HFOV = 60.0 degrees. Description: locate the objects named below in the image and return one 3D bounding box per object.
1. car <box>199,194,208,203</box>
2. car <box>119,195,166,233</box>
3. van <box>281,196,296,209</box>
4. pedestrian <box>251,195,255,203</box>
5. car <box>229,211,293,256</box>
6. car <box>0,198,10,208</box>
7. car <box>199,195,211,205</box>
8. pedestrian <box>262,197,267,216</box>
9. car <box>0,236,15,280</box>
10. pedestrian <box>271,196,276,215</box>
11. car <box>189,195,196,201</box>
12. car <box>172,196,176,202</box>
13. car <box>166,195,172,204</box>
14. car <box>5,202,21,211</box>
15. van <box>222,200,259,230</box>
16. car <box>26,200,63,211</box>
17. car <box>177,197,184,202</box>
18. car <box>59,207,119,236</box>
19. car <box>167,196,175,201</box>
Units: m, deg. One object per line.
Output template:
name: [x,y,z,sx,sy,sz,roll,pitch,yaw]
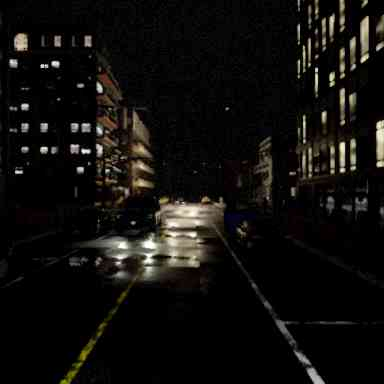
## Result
car: [2.722,1.533,79.993,2.192,1.841,5.009,0,0,0]
car: [-3.080,1.262,20.236,2.150,2.045,5.566,0,0,0]
van: [14.917,1.521,47.856,3.998,1.788,1.690,0,-1,0]
pedestrian: [6.148,1.214,33.879,0.375,1.860,0.375,0,0,0]
car: [2.666,1.608,12.899,1.802,1.307,4.206,0,0,0]
car: [-28.965,1.594,47.763,4.829,1.417,1.752,0,0,0]
car: [2.716,1.688,63.545,1.752,1.417,4.829,0,0,0]
pedestrian: [7.147,1.350,32.678,0.375,1.860,0.375,0,0,0]
car: [-5.684,1.559,7.240,1.887,1.381,4.507,0,0,0]
pedestrian: [8.148,1.320,33.278,0.375,1.860,0.375,0,0,0]
car: [0.031,1.790,88.514,2.033,1.411,5.357,0,0,0]
car: [-5.658,1.533,79.995,2.192,1.841,5.009,0,0,0]
car: [-5.663,1.705,68.746,1.752,1.417,4.829,0,0,0]
car: [-22.944,1.545,39.396,4.829,1.417,1.752,0,-1,0]
van: [2.668,1.380,18.589,1.690,1.788,3.998,0,0,0]
car: [-17.451,1.612,39.407,4.206,1.307,1.802,0,-1,0]
car: [-2.969,1.839,86.834,1.895,1.301,4.718,0,0,0]
car: [-5.680,1.604,18.617,1.947,1.339,4.313,0,0,0]
car: [-5.656,1.811,91.073,2.008,1.369,4.403,0,0,0]
